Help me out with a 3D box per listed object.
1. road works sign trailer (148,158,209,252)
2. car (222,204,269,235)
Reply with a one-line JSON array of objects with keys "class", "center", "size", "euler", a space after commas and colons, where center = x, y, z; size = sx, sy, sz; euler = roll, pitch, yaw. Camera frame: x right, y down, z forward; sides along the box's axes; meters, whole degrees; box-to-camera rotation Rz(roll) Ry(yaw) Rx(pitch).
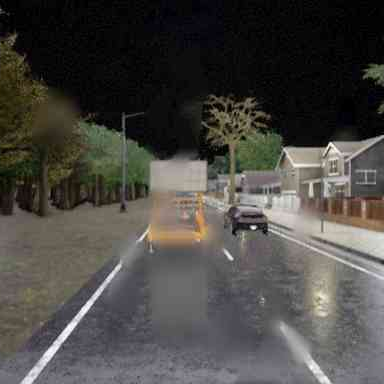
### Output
[{"class": "road works sign trailer", "center": [-0.551, 0.416, 13.629], "size": [2.380, 3.560, 2.880], "euler": [0, 0, -2]}, {"class": "car", "center": [2.867, 1.441, 18.449], "size": [1.837, 1.490, 4.892], "euler": [0, 0, -2]}]
